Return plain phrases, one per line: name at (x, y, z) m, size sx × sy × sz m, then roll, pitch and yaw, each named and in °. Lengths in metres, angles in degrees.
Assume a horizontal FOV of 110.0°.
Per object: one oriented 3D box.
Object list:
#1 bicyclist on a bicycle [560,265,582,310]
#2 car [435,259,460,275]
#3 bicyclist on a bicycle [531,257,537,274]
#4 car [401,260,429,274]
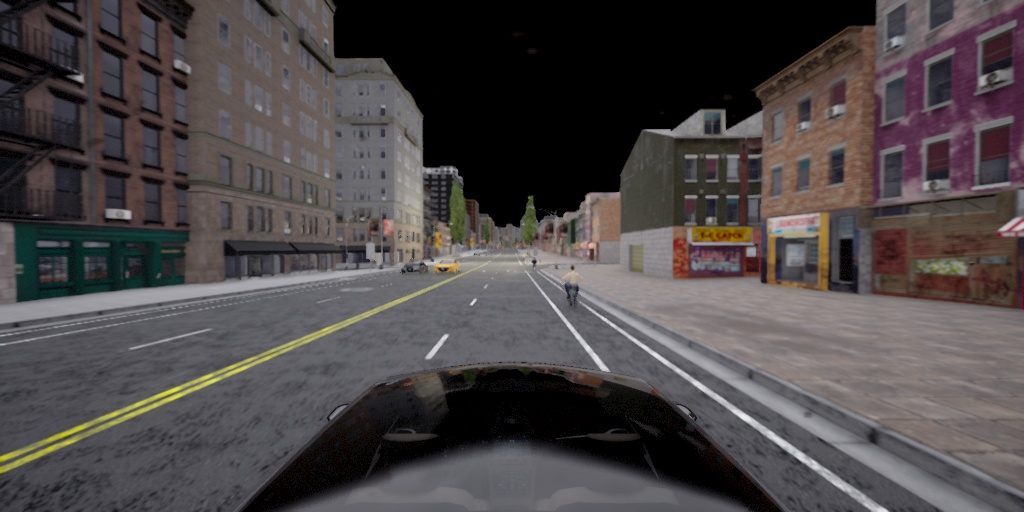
bicyclist on a bicycle at (2.250, 1.147, 13.450) m, size 0.866 × 1.612 × 1.509 m, roll 0°, pitch 0°, yaw 0°
car at (-6.563, 1.035, 36.669) m, size 1.882 × 1.535 × 5.008 m, roll 0°, pitch 0°, yaw 0°
bicyclist on a bicycle at (2.243, 0.933, 36.099) m, size 0.659 × 1.776 × 1.843 m, roll 0°, pitch 1°, yaw 0°
car at (-9.814, 1.124, 36.473) m, size 1.994 × 1.385 × 4.181 m, roll 0°, pitch 0°, yaw 0°
